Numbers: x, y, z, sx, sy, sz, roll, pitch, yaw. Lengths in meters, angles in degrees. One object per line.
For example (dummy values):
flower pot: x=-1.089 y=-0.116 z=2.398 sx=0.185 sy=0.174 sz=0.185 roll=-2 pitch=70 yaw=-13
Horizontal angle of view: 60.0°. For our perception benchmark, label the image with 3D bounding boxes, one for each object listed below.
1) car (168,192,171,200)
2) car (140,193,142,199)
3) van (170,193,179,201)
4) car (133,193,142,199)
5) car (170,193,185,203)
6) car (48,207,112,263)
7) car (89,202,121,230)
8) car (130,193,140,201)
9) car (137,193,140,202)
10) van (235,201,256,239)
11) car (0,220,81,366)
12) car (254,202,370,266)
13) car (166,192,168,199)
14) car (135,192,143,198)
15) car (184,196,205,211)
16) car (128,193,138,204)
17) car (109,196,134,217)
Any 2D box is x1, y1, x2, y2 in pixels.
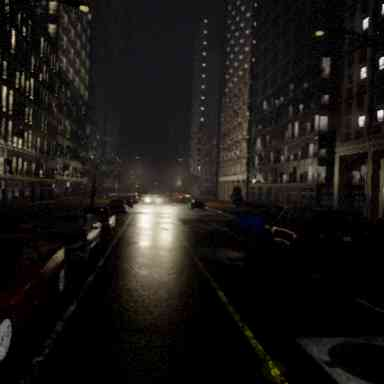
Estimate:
car: x=-3.132 y=1.063 z=68.507 sx=2.192 sy=1.841 sz=5.009 roll=2 pitch=0 yaw=-7
car: x=-9.961 y=0.962 z=56.145 sx=1.967 sy=1.590 sz=4.097 roll=2 pitch=0 yaw=-7
van: x=-3.871 y=1.050 z=74.142 sx=1.690 sy=1.788 sz=3.998 roll=2 pitch=0 yaw=-7
car: x=-12.920 y=0.932 z=78.687 sx=1.947 sy=1.339 sz=4.313 roll=2 pitch=0 yaw=-7
car: x=-2.393 y=1.102 z=62.871 sx=2.192 sy=1.841 sz=5.009 roll=2 pitch=0 yaw=-7
car: x=-4.055 y=1.379 z=11.063 sx=2.008 sy=1.369 sz=4.403 roll=2 pitch=0 yaw=-7
car: x=-4.794 y=1.372 z=16.699 sx=1.802 sy=1.307 sz=4.206 roll=2 pitch=0 yaw=-7
car: x=-11.419 y=0.970 z=67.248 sx=1.752 sy=1.417 sz=4.829 roll=2 pitch=0 yaw=-7
car: x=-9.226 y=1.142 z=50.510 sx=1.802 sy=1.307 sz=4.206 roll=2 pitch=0 yaw=-7
van: x=3.517 y=1.436 z=17.789 sx=1.690 sy=1.788 sz=3.998 roll=2 pitch=0 yaw=-7
car: x=-3.315 y=1.412 z=5.428 sx=1.887 sy=1.381 sz=4.507 roll=2 pitch=0 yaw=-7
car: x=4.256 y=1.448 z=12.153 sx=2.192 sy=1.841 sz=5.009 roll=2 pitch=0 yaw=-7
car: x=-4.612 y=1.110 z=79.777 sx=1.967 sy=1.590 sz=4.097 roll=2 pitch=0 yaw=-7
car: x=-14.397 y=0.838 z=89.958 sx=2.008 sy=1.369 sz=4.403 roll=2 pitch=0 yaw=-7
car: x=0.556 y=1.492 z=40.330 sx=2.008 sy=1.369 sz=4.403 roll=2 pitch=0 yaw=-7
car: x=-7.748 y=1.188 z=39.240 sx=2.008 sy=1.369 sz=4.403 roll=2 pitch=0 yaw=-7
car: x=-6.270 y=1.265 z=27.969 sx=2.008 sy=1.369 sz=4.403 roll=2 pitch=0 yaw=-7
